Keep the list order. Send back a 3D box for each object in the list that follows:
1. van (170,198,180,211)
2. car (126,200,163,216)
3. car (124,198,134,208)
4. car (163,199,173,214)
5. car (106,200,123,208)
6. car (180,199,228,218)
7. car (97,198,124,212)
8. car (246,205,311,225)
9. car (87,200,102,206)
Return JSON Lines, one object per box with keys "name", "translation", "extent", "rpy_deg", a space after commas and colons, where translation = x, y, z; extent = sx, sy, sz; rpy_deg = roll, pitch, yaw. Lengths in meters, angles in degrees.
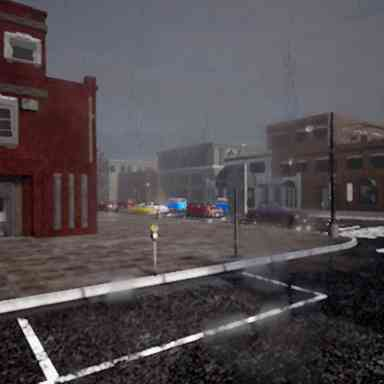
{"name": "van", "translation": [-2.393, 1.843, 49.052], "extent": [1.690, 1.788, 3.998], "rpy_deg": [-2, 0, -36]}
{"name": "car", "translation": [-5.699, 2.030, 39.451], "extent": [1.752, 1.417, 4.829], "rpy_deg": [-2, 0, -36]}
{"name": "car", "translation": [-12.429, 2.060, 62.747], "extent": [2.192, 1.841, 5.009], "rpy_deg": [-2, 0, -36]}
{"name": "car", "translation": [-4.745, 2.031, 42.507], "extent": [1.812, 1.442, 4.674], "rpy_deg": [-1, 0, -36]}
{"name": "car", "translation": [-15.767, 2.408, 67.312], "extent": [1.802, 1.307, 4.206], "rpy_deg": [-2, 0, -36]}
{"name": "car", "translation": [1.174, 1.715, 34.413], "extent": [2.097, 1.767, 4.553], "rpy_deg": [-1, 0, -36]}
{"name": "car", "translation": [-12.496, 1.984, 48.718], "extent": [2.192, 1.841, 5.009], "rpy_deg": [-2, 0, -36]}
{"name": "car", "translation": [6.771, 1.775, 26.780], "extent": [2.033, 1.411, 5.357], "rpy_deg": [-1, 0, -36]}
{"name": "car", "translation": [-22.457, 2.571, 76.442], "extent": [1.802, 1.307, 4.206], "rpy_deg": [-2, 0, -36]}
